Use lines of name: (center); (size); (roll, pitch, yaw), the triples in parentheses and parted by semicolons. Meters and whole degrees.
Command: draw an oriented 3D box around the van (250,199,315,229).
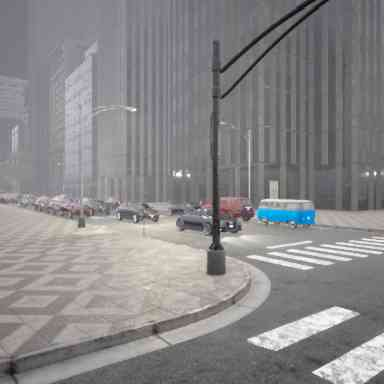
van: (6.072, 1.379, 21.906); (1.690, 1.788, 3.998); (0, 0, -36)

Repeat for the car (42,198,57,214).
car: (-14.136, 1.606, 35.115); (1.802, 1.307, 4.206); (0, 0, -36)

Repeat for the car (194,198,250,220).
car: (2.744, 1.352, 26.461); (2.192, 1.841, 5.009); (0, 0, -36)

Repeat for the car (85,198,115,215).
car: (-9.831, 1.532, 33.587); (1.837, 1.490, 4.892); (0, 0, -36)

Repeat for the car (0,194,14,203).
car: (-37.422, 1.285, 66.992); (2.192, 1.841, 5.009); (0, 0, -36)

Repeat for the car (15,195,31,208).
car: (-24.115, 1.562, 48.776); (2.008, 1.369, 4.403); (0, 0, -36)

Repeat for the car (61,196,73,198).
car: (-15.612, 1.547, 41.570); (1.812, 1.442, 4.674); (0, 0, -36)

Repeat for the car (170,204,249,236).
car: (0.872, 1.600, 18.924); (1.994, 1.385, 4.181); (0, 0, -36)

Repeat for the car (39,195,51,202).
car: (-33.967, 1.482, 76.727); (1.752, 1.417, 4.829); (0, 0, -35)

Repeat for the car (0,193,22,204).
car: (-34.095, 1.298, 62.438); (2.192, 1.841, 5.009); (0, 0, -36)

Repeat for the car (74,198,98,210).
car: (-14.436, 1.547, 45.220); (1.812, 1.442, 4.674); (0, 0, -36)

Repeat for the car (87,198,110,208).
car: (-13.891, 1.602, 49.233); (1.802, 1.307, 4.206); (0, 0, -36)

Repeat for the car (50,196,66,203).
car: (-27.298, 1.511, 67.589); (1.752, 1.417, 4.829); (0, 0, -36)

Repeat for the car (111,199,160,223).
car: (-4.312, 1.537, 26.021); (1.837, 1.490, 4.892); (0, 0, -36)

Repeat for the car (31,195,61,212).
car: (-17.462, 1.461, 39.669); (1.967, 1.590, 4.097); (0, 0, -36)

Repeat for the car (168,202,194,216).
car: (-0.583, 1.599, 31.016); (1.947, 1.339, 4.313); (0, 0, -36)

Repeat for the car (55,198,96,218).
car: (-10.809, 1.572, 30.561); (1.887, 1.381, 4.507); (0, 0, -36)
